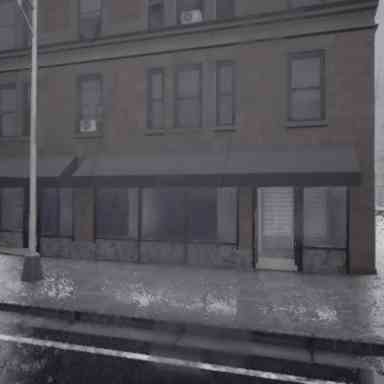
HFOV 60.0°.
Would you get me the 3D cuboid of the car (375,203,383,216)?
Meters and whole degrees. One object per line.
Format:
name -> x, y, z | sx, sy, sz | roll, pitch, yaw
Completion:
car -> 18.435, 1.808, 33.002 | 1.994, 1.385, 4.181 | 0, 0, 16
